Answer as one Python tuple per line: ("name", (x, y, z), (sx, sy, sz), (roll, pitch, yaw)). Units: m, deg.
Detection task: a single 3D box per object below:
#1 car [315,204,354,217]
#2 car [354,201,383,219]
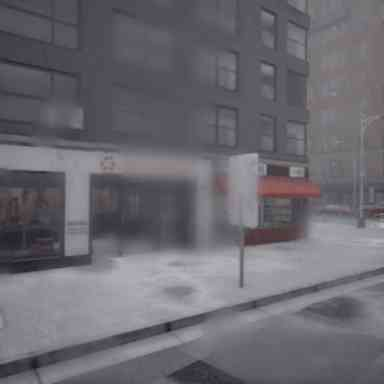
("car", (15.194, 1.922, 35.493), (1.802, 1.307, 4.206), (1, 0, -35))
("car", (18.375, 1.659, 30.977), (2.192, 1.841, 5.009), (1, 0, -35))
